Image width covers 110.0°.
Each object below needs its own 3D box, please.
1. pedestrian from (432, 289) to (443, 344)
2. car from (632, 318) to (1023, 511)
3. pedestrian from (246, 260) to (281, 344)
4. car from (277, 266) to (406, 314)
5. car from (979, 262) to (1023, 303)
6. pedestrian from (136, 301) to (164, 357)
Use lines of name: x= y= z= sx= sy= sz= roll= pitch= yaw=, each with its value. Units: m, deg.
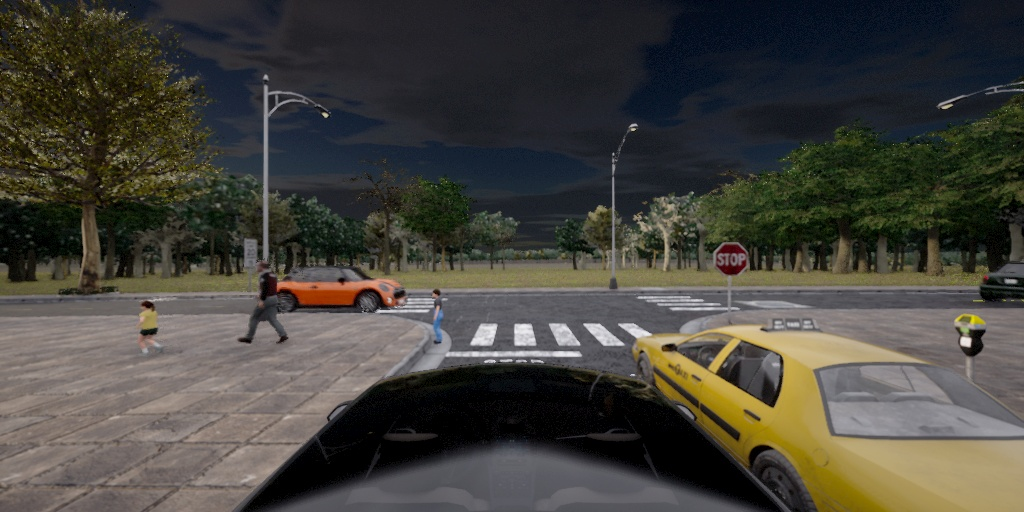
pedestrian: x=-1.711 y=1.337 z=8.290 sx=0.375 sy=1.300 sz=0.375 roll=0 pitch=0 yaw=0
car: x=2.649 y=1.279 z=3.667 sx=1.751 sy=1.417 sz=4.829 roll=0 pitch=0 yaw=0
pedestrian: x=-5.257 y=0.934 z=7.586 sx=0.375 sy=1.860 sz=0.375 roll=0 pitch=0 yaw=0
car: x=-6.487 y=1.180 z=13.753 sx=4.553 sy=1.767 sz=2.097 roll=-1 pitch=0 yaw=1
car: x=20.807 y=0.967 z=13.407 sx=4.553 sy=1.767 sz=2.097 roll=0 pitch=0 yaw=1
pedestrian: x=-6.891 y=1.337 z=6.852 sx=0.500 sy=1.100 sz=0.500 roll=0 pitch=0 yaw=0
